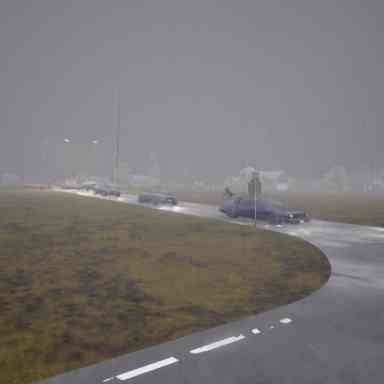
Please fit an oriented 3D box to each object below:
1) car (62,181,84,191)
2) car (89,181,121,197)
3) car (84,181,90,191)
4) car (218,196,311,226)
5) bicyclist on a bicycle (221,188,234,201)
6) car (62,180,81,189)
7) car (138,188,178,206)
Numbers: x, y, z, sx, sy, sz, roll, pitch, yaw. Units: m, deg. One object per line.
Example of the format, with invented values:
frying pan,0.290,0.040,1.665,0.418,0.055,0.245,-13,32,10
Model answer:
car,-18.310,-0.930,50.225,1.812,1.442,4.674,1,2,-35
car,-9.576,-0.236,37.521,1.837,1.490,4.892,1,3,-35
car,-16.000,-0.931,51.892,2.128,1.511,4.902,1,2,-35
car,3.819,0.948,18.567,2.033,1.411,5.357,1,2,-38
bicyclist on a bicycle,3.200,0.461,29.622,1.656,1.620,0.582,0,2,-35
car,-21.946,-1.343,60.433,2.033,1.411,5.357,1,2,-35
car,-2.878,0.395,27.878,1.994,1.385,4.181,1,2,-35
